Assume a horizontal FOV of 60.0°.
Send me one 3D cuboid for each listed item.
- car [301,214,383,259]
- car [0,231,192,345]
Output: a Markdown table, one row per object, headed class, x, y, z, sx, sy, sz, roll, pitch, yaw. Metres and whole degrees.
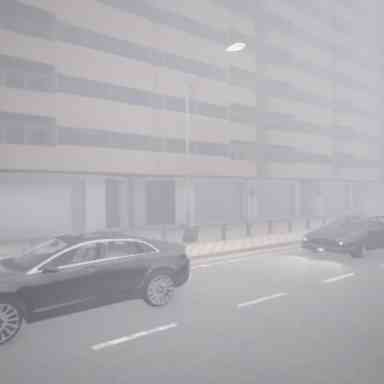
| class | x | y | z | sx | sy | sz | roll | pitch | yaw |
| --- | --- | --- | --- | --- | --- | --- | --- | --- | --- |
| car | 6.622 | 1.602 | 13.119 | 5.357 | 1.411 | 2.033 | 0 | -1 | -36 |
| car | -2.283 | 1.596 | 6.622 | 4.902 | 1.511 | 2.128 | 0 | -1 | -36 |
